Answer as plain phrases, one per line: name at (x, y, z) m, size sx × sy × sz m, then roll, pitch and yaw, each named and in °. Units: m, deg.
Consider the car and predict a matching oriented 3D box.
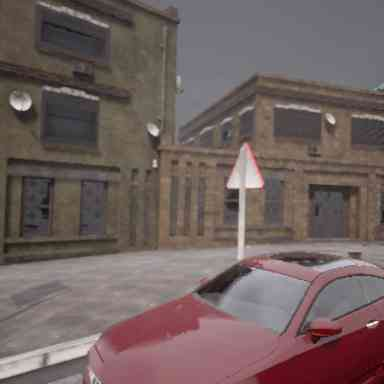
car at (1.141, 1.525, 3.974) m, size 4.674 × 1.442 × 1.812 m, roll 0°, pitch 0°, yaw -33°
